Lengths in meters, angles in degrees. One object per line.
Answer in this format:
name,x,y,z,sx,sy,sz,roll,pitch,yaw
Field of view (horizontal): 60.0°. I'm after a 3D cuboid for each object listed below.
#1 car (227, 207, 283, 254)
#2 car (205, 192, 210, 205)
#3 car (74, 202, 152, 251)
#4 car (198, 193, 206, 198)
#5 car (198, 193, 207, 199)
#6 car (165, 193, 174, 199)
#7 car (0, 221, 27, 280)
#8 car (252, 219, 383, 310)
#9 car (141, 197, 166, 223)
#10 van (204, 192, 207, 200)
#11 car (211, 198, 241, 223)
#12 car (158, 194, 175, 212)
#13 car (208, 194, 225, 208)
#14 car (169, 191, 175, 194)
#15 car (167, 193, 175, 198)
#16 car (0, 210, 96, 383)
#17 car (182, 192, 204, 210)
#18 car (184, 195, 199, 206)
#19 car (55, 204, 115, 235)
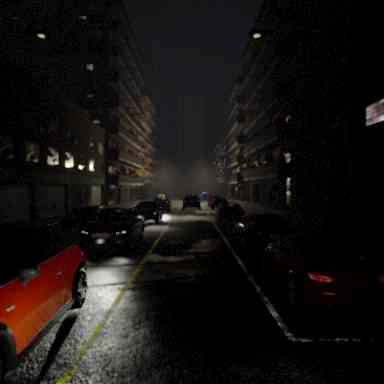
car,2.671,1.471,12.898,1.947,1.339,4.313,0,0,0
car,3.097,1.159,44.940,1.882,1.535,5.008,0,0,0
car,-3.112,1.391,13.730,2.128,1.511,4.902,0,0,0
car,2.596,0.933,90.223,2.008,1.369,4.403,-1,0,0
car,2.602,0.969,84.700,2.008,1.369,4.403,-1,0,0
car,-5.779,0.963,84.705,1.887,1.381,4.507,0,0,0
car,-5.704,1.511,7.378,1.947,1.339,4.313,0,0,0
car,2.677,1.527,7.374,1.802,1.307,4.206,0,0,0
car,-3.111,1.355,23.713,1.812,1.442,4.674,0,0,0
van,2.621,0.904,62.606,1.690,1.788,3.998,-1,0,0
car,2.660,1.372,23.944,1.887,1.381,4.507,0,0,0
car,-3.093,1.248,33.984,2.128,1.511,4.902,0,0,0
car,3.112,1.255,37.941,1.812,1.442,4.674,0,0,0
car,-5.773,1.020,79.181,1.947,1.339,4.313,0,0,0
car,-5.785,0.927,90.229,1.887,1.381,4.507,0,0,0
car,-3.047,1.317,4.623,2.097,1.767,4.553,0,0,-2
car,-0.038,1.078,38.427,2.097,1.767,4.553,0,0,0
car,-0.038,1.227,47.698,1.994,1.385,4.181,0,0,0
car,-5.715,1.432,18.425,1.947,1.339,4.313,0,0,0
